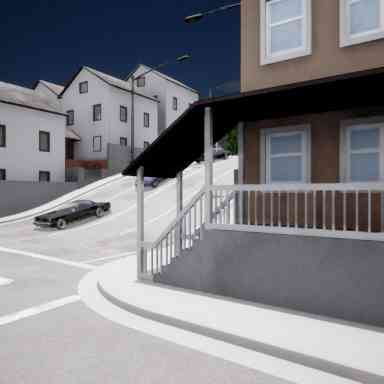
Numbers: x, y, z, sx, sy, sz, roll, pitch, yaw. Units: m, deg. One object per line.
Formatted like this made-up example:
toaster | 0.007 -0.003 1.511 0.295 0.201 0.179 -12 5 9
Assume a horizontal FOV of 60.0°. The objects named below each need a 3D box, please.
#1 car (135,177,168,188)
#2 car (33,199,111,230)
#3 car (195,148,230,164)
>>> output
car | -2.898 -1.522 27.921 1.812 1.442 4.674 -1 19 33
car | -7.528 1.290 21.125 1.895 1.301 4.718 0 11 34
car | 2.170 -3.893 35.296 1.895 1.301 4.718 0 12 36
